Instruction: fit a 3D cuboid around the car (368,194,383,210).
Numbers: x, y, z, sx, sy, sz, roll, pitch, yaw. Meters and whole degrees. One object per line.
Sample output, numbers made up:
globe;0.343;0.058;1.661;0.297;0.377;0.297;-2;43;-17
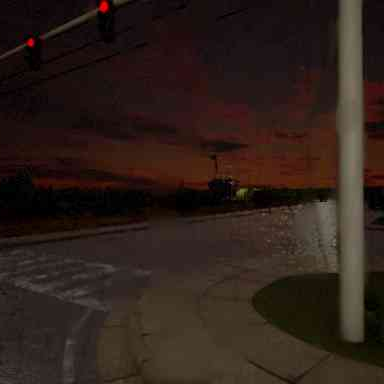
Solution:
car;22.987;1.098;39.780;1.905;1.878;3.866;-6;-1;-8
